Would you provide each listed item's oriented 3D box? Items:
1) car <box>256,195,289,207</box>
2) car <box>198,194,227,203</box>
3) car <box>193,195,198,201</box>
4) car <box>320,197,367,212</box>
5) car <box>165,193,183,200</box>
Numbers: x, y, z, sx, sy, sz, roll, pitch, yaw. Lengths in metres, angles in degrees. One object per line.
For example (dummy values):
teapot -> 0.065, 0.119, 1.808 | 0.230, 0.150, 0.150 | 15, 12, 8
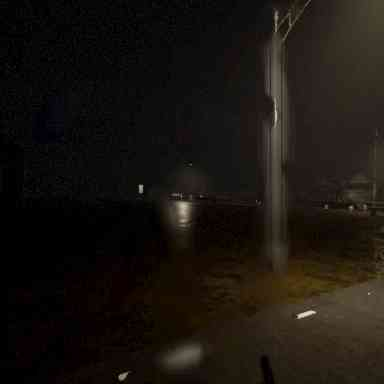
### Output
car -> 10.673, 1.175, 44.289 | 1.837, 1.490, 4.892 | 2, 0, -35
car -> 3.571, 1.153, 54.330 | 1.895, 1.301, 4.718 | 2, -1, -35
car -> 2.039, 1.098, 62.698 | 1.837, 1.490, 4.892 | 2, -1, -35
car -> 16.421, 1.292, 36.173 | 1.837, 1.490, 4.892 | 2, 0, -35
car -> -4.001, 0.954, 71.225 | 1.895, 1.301, 4.718 | 2, -1, -35
